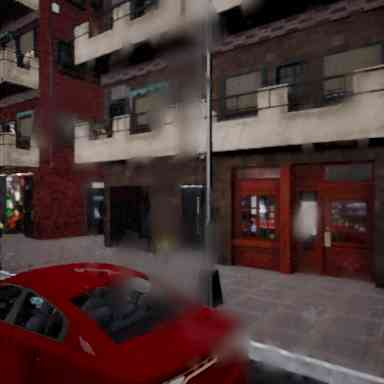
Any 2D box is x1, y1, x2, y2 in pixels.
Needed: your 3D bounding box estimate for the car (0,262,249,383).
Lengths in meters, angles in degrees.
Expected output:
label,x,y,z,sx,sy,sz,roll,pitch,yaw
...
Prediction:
label,x,y,z,sx,sy,sz,roll,pitch,yaw
car,-1.556,1.543,3.987,4.507,1.381,1.887,0,0,36
